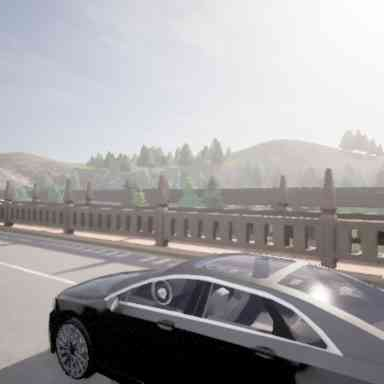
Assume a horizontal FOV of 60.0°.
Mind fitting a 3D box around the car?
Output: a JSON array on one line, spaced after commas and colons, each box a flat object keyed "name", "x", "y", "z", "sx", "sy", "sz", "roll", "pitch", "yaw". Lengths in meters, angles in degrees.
[{"name": "car", "x": 0.296, "y": 1.490, "z": 3.816, "sx": 4.902, "sy": 1.511, "sz": 2.128, "roll": 0, "pitch": 0, "yaw": 36}]
